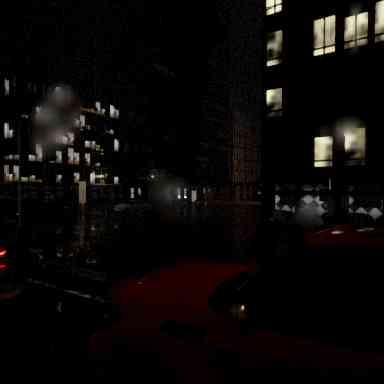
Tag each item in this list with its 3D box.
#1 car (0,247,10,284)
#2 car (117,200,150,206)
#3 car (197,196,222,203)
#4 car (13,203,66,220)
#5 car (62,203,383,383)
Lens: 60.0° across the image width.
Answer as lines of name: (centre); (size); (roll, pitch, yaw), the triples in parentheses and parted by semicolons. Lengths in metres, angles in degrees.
car: (-6.253, 1.522, 8.125); (4.674, 1.442, 1.812); (0, 0, 35)
car: (-6.548, 1.628, 37.152); (1.812, 1.442, 4.674); (1, 0, 37)
car: (2.557, 1.523, 49.359); (2.097, 1.767, 4.553); (1, 0, 37)
car: (-12.938, 1.617, 28.544); (1.994, 1.385, 4.181); (1, 0, 37)
car: (1.650, 1.221, 2.509); (5.566, 2.045, 2.150); (0, 0, 35)
